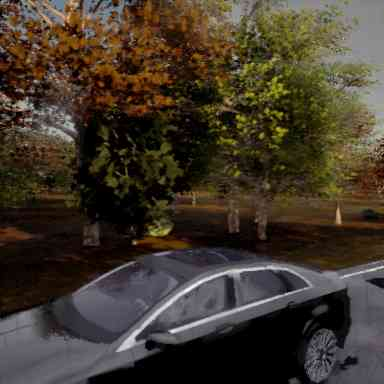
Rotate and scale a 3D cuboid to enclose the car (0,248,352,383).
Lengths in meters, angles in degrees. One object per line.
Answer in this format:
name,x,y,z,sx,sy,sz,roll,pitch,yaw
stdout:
car,-0.156,1.485,3.793,4.902,1.511,2.128,0,0,-35
